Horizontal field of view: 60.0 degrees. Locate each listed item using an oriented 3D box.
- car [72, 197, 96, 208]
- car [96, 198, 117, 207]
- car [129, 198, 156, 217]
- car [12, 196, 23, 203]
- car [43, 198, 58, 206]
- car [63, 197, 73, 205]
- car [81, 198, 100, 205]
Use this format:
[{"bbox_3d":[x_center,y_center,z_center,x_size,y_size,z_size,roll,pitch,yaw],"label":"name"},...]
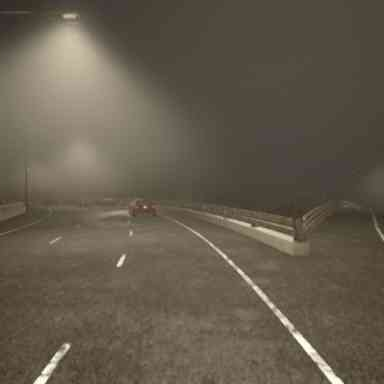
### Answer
[{"bbox_3d":[-16.948,1.643,52.159,1.812,1.442,4.674,0,0,-30],"label":"car"},{"bbox_3d":[-13.747,1.643,53.587,2.033,1.411,5.357,0,0,-30],"label":"car"},{"bbox_3d":[-4.756,1.385,31.560,2.097,1.767,4.553,0,0,-16],"label":"car"},{"bbox_3d":[-40.946,1.783,77.525,4.892,1.490,1.837,0,0,43],"label":"car"},{"bbox_3d":[-25.010,1.703,58.766,1.812,1.442,4.674,0,0,-36],"label":"car"},{"bbox_3d":[-22.084,1.685,60.687,1.812,1.442,4.674,0,0,-36],"label":"car"},{"bbox_3d":[-19.176,1.753,62.633,1.895,1.301,4.718,0,0,-36],"label":"car"}]
